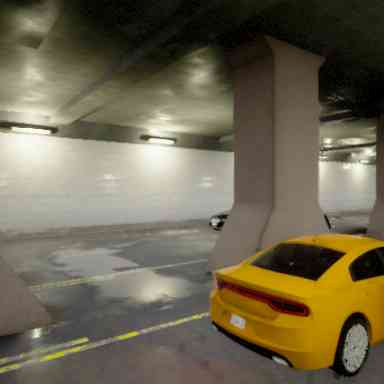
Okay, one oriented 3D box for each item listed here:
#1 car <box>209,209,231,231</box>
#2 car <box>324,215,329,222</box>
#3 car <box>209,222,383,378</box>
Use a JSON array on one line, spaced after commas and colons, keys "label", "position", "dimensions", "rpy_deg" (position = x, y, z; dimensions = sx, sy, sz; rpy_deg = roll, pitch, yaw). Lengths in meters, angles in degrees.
[{"label": "car", "position": [3.183, 1.442, 19.163], "dimensions": [4.902, 1.511, 2.128], "rpy_deg": [0, 0, -35]}, {"label": "car", "position": [4.747, 1.478, 15.980], "dimensions": [4.674, 1.442, 1.812], "rpy_deg": [0, 0, -35]}, {"label": "car", "position": [2.589, 1.458, 5.595], "dimensions": [5.008, 1.535, 1.882], "rpy_deg": [0, 0, -36]}]
